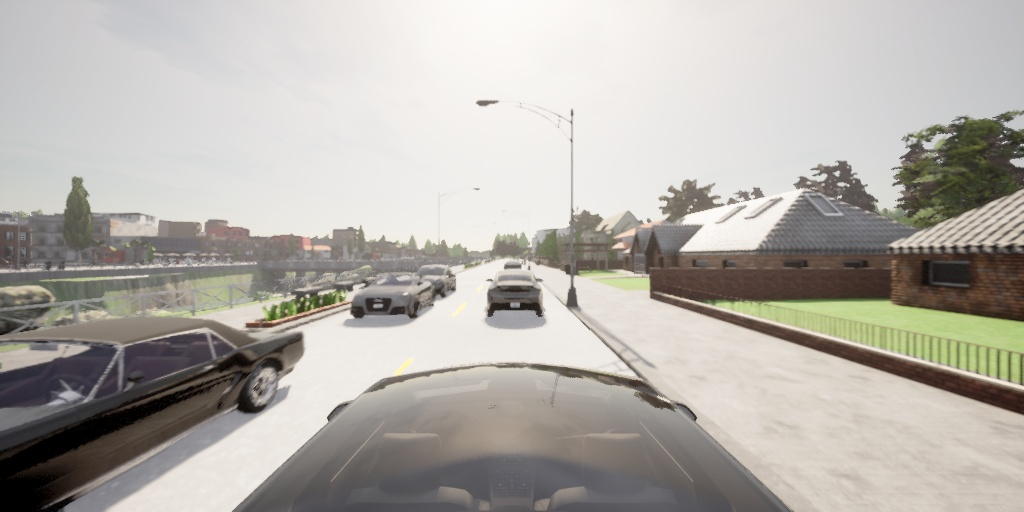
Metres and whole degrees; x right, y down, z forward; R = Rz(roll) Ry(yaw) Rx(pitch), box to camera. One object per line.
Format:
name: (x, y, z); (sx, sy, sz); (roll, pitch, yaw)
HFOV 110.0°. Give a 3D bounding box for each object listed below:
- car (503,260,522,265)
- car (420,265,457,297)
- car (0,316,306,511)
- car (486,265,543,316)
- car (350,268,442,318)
car: (0.089, 1.182, 38.384); (1.882, 1.535, 5.008); (0, 0, 0)
car: (-4.054, 1.234, 18.663); (1.837, 1.490, 4.892); (0, 0, 0)
car: (-4.098, 1.349, 3.272); (1.895, 1.301, 4.718); (0, 0, 0)
car: (0.096, 1.240, 13.350); (1.837, 1.490, 4.892); (0, 0, 0)
car: (-4.003, 1.300, 12.719); (1.994, 1.385, 4.181); (0, 0, 0)
